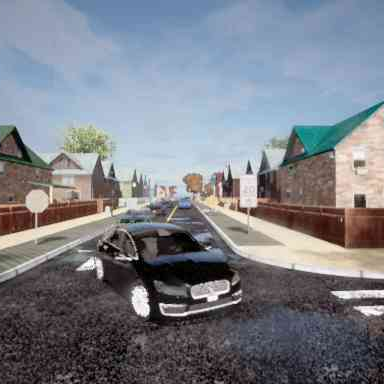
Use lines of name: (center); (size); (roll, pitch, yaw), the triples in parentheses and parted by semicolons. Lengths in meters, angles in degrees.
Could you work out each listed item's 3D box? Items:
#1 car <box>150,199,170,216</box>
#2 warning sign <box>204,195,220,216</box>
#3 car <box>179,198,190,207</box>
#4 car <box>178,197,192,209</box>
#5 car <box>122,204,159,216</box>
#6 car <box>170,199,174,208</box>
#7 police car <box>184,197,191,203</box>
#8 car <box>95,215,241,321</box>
car: (-3.569, 1.663, 33.020); (1.994, 1.385, 4.181); (0, 0, -1)
warning sign: (1.841, 1.201, 30.584); (1.300, 1.860, 1.060); (-1, -1, -1)
car: (-1.303, 1.757, 58.112); (1.882, 1.535, 5.008); (0, -1, -1)
car: (-1.026, 1.748, 48.322); (2.033, 1.411, 5.357); (0, 0, -1)
car: (-3.276, 1.639, 20.105); (1.895, 1.301, 4.718); (0, 0, -1)
car: (-3.933, 1.796, 52.484); (1.994, 1.385, 4.181); (0, -1, -1)
police car: (-1.345, 2.158, 95.629); (1.930, 1.638, 5.238); (0, -1, -1)
car: (-0.859, 1.515, 7.568); (1.837, 1.490, 4.892); (-2, 0, -29)
